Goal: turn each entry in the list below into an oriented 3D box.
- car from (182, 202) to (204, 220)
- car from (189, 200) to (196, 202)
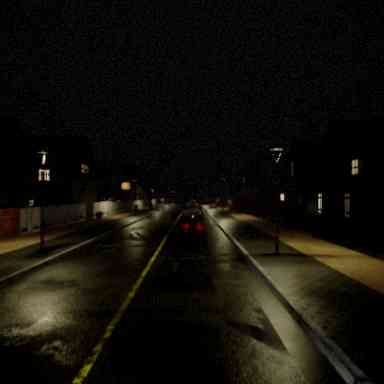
[{"bbox_3d":[0.105,1.891,31.223,1.895,1.301,4.718,0,-1,0],"label":"car"},{"bbox_3d":[0.072,2.031,54.815,1.801,1.575,5.366,0,-1,0],"label":"car"}]
